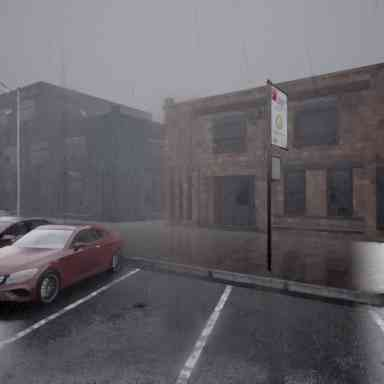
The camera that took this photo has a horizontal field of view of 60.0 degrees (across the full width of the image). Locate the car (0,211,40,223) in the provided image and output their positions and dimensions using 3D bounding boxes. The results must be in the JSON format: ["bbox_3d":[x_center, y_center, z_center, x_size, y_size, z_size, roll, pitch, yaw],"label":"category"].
[{"bbox_3d":[-5.754,1.518,9.960,2.163,1.488,4.792,1,-1,15],"label":"car"}]

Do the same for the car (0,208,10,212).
[{"bbox_3d":[-8.206,1.366,11.724,2.185,1.767,4.553,1,-1,15],"label":"car"}]

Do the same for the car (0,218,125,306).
[{"bbox_3d":[-3.274,1.527,8.287,2.002,1.452,4.674,1,-1,15],"label":"car"}]
